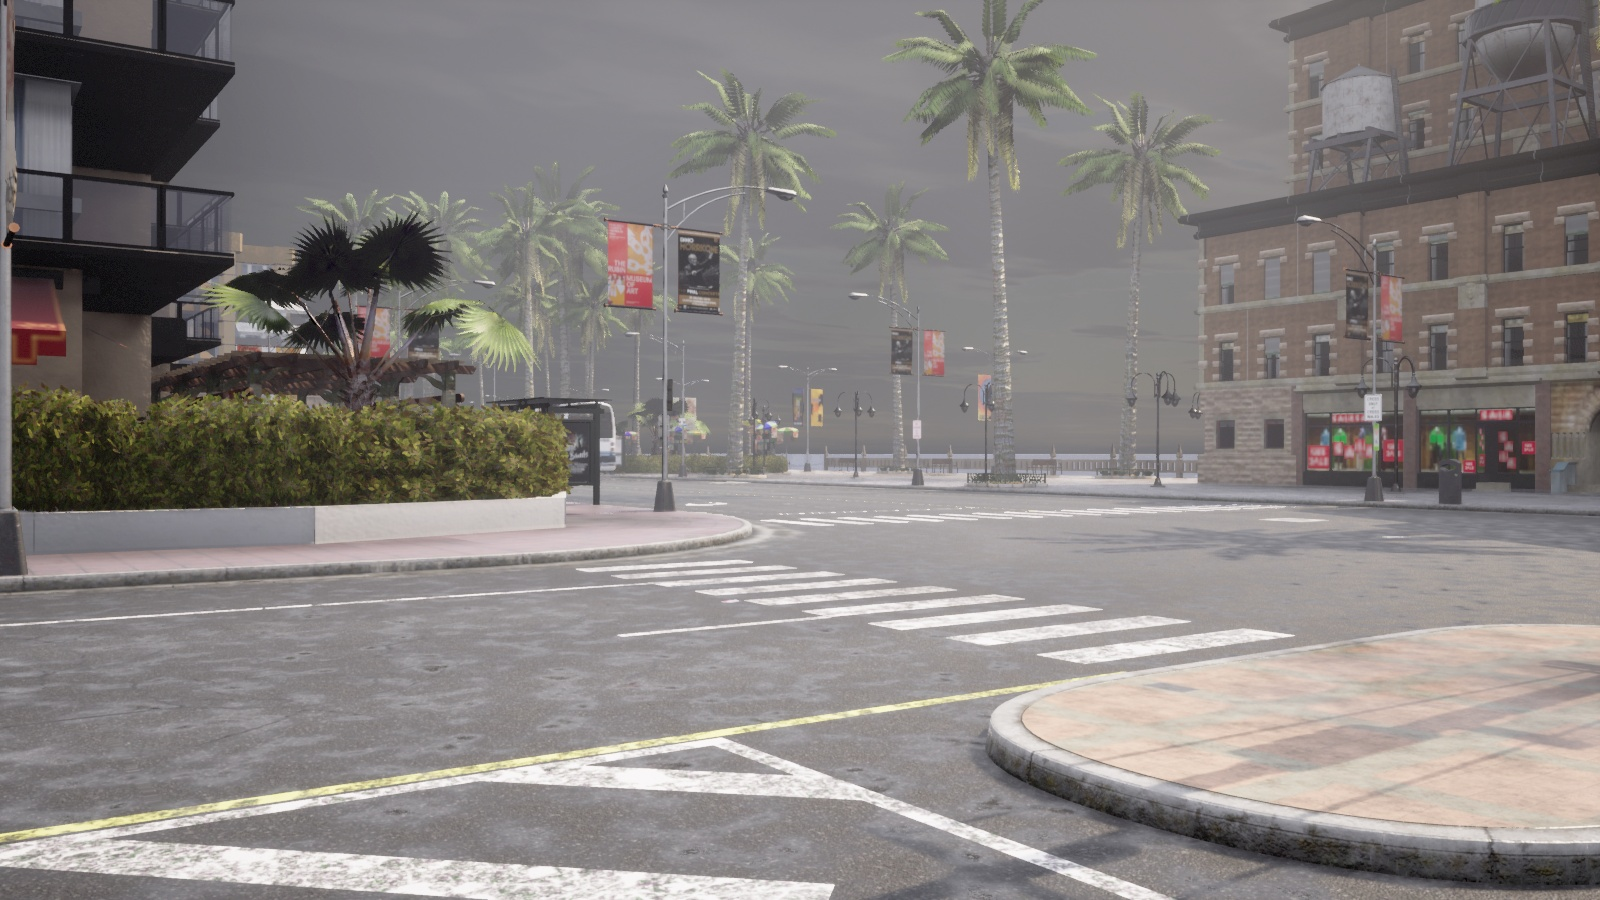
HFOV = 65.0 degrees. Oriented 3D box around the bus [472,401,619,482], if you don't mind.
[{"bbox_3d":[-14.673,-0.425,71.606,3.944,4.253,10.273,0,0,-39],"label":"bus"}]
